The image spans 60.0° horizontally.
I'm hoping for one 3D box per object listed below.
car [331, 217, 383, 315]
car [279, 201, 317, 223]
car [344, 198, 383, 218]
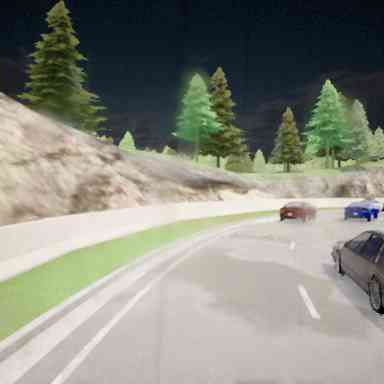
[{"bbox_3d":[4.538,1.560,7.315,2.033,1.411,5.357,0,0,11],"label":"car"},{"bbox_3d":[8.340,1.463,25.835,1.882,1.535,5.008,0,0,33],"label":"car"},{"bbox_3d":[13.872,1.504,27.065,1.882,1.535,5.008,0,0,38],"label":"car"}]
